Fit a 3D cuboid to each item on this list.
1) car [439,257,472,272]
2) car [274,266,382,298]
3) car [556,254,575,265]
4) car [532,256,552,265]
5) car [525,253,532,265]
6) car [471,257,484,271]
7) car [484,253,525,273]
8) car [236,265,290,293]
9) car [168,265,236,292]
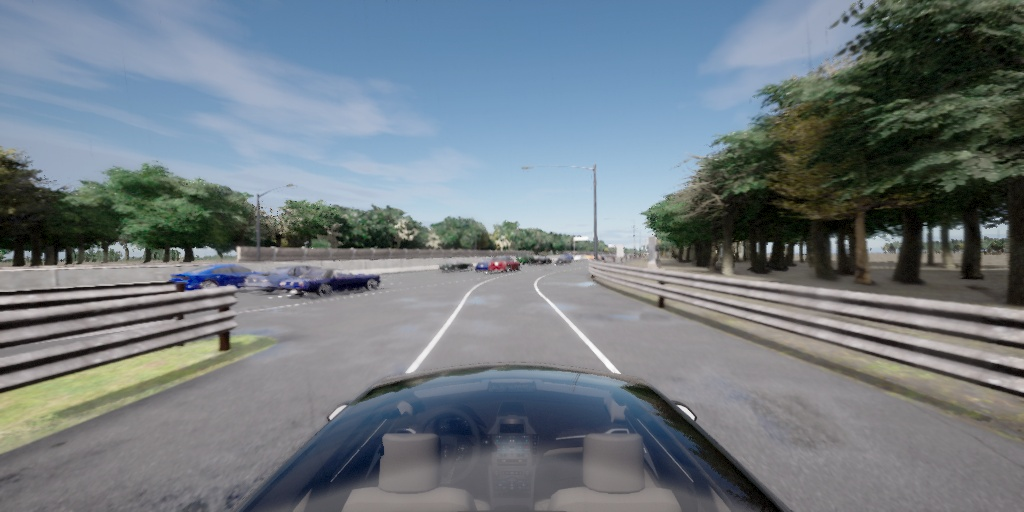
[{"bbox_3d":[-6.488,1.138,41.814,1.895,1.301,4.718,-1,0,23],"label":"car"},{"bbox_3d":[-8.827,1.264,17.949,1.895,1.301,4.718,-1,0,23],"label":"car"},{"bbox_3d":[8.750,0.787,60.281,1.812,1.442,4.674,-1,0,22],"label":"car"},{"bbox_3d":[5.528,0.776,61.643,1.882,1.535,5.008,-1,0,22],"label":"car"},{"bbox_3d":[2.311,0.557,63.025,2.150,2.045,5.566,-1,0,22],"label":"car"},{"bbox_3d":[-2.613,1.049,42.020,1.994,1.385,4.181,-1,0,23],"label":"car"},{"bbox_3d":[-0.703,0.829,37.498,2.097,1.767,4.553,-1,0,23],"label":"car"},{"bbox_3d":[-11.744,1.241,20.050,2.033,1.411,5.357,-1,0,23],"label":"car"},{"bbox_3d":[-15.626,1.225,19.836,1.882,1.535,5.008,-1,0,23],"label":"car"}]
